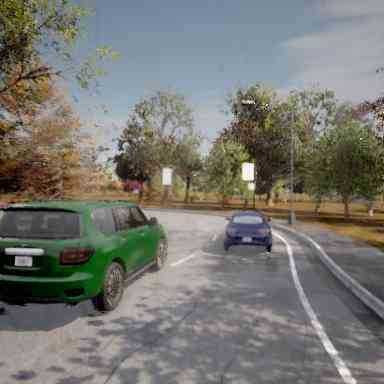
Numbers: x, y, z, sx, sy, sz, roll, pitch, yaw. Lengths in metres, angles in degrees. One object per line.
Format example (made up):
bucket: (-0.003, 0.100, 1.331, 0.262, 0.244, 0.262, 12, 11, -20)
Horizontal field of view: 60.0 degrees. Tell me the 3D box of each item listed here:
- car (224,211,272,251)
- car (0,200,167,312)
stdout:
car: (2.371, 1.535, 14.146, 1.812, 1.442, 4.674, 0, 0, 10)
car: (-2.211, 1.204, 7.945, 2.150, 2.045, 5.566, 0, 0, 10)
